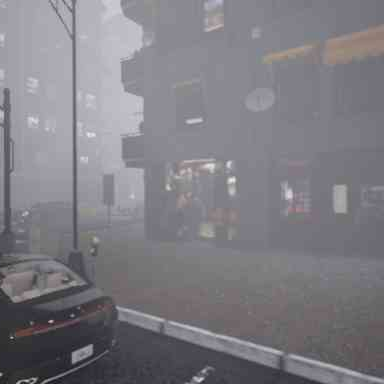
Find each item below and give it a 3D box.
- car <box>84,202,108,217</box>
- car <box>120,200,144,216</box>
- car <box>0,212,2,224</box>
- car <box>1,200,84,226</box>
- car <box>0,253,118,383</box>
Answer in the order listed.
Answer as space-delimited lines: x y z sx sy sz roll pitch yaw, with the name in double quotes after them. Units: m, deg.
-9.492 1.552 29.459 1.752 1.417 4.829 0 1 35 "car"
-4.431 1.473 32.197 2.033 1.411 5.357 -1 0 35 "car"
-12.581 1.652 25.032 2.008 1.369 4.403 0 1 35 "car"
-10.433 1.421 23.572 2.097 1.767 4.553 -1 0 34 "car"
-3.015 1.616 5.022 4.403 1.369 2.008 -1 0 35 "car"
